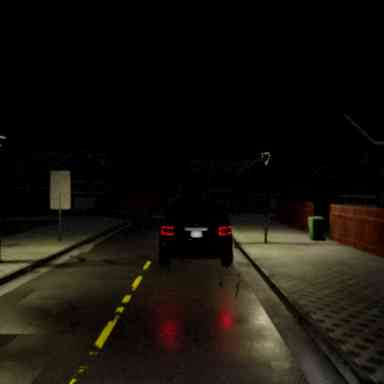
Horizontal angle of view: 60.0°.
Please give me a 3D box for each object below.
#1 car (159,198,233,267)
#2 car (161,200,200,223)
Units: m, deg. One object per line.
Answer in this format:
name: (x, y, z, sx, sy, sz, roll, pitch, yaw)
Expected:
car: (0.105, 1.220, 11.509, 2.150, 2.045, 5.566, 0, 0, 0)
car: (-1.048, 1.501, 26.737, 1.837, 1.490, 4.892, 1, 0, -17)
